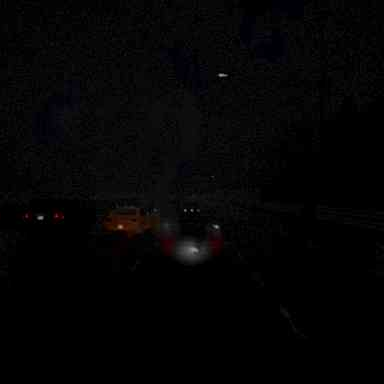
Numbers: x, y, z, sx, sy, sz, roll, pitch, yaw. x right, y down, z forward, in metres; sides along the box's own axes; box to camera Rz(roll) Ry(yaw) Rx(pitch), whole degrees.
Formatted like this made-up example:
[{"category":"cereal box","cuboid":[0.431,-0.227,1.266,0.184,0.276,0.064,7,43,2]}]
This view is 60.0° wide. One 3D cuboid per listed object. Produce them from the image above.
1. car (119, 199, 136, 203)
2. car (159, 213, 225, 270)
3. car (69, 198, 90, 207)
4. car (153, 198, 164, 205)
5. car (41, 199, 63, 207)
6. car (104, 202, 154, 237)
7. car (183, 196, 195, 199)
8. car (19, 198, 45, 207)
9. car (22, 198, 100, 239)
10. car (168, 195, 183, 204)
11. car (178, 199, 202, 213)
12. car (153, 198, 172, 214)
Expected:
[{"category":"car","cuboid":[-7.003,1.569,36.692,2.097,1.767,4.553,0,0,0]},{"category":"car","cuboid":[-0.002,1.614,11.250,1.994,1.385,4.181,0,0,0]},{"category":"car","cuboid":[-21.010,1.876,62.255,2.128,1.511,4.902,0,0,0]},{"category":"car","cuboid":[-7.005,2.013,70.442,1.895,1.301,4.718,0,0,0]},{"category":"car","cuboid":[-24.528,1.915,58.432,1.994,1.385,4.181,0,0,1]},{"category":"car","cuboid":[-3.503,1.571,18.765,1.882,1.535,5.008,0,0,0]},{"category":"car","cuboid":[-0.003,1.776,48.751,1.882,1.535,5.008,0,0,0]},{"category":"car","cuboid":[-28.021,1.855,58.405,2.128,1.511,4.902,0,0,1]},{"category":"car","cuboid":[-7.002,1.310,18.050,2.150,2.045,5.566,0,0,0]},{"category":"car","cuboid":[-3.504,1.971,70.408,1.994,1.385,4.181,0,0,0]},{"category":"car","cuboid":[-0.003,1.732,32.240,2.033,1.411,5.357,0,0,0]},{"category":"car","cuboid":[-3.504,1.713,35.244,1.837,1.490,4.892,0,0,0]}]
